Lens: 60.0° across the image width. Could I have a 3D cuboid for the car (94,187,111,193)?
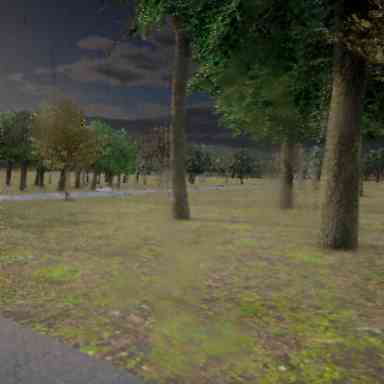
[{"bbox_3d":[-22.895,-0.621,85.518,1.812,1.442,4.674,4,4,35],"label":"car"}]
